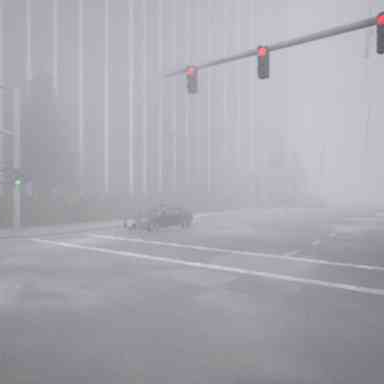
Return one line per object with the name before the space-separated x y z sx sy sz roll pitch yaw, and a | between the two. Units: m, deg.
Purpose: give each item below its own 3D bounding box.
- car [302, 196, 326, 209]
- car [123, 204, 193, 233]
car | 16.583 1.306 45.228 2.097 1.767 4.553 0 0 36
car | -1.872 1.468 19.474 2.128 1.511 4.902 0 0 36
